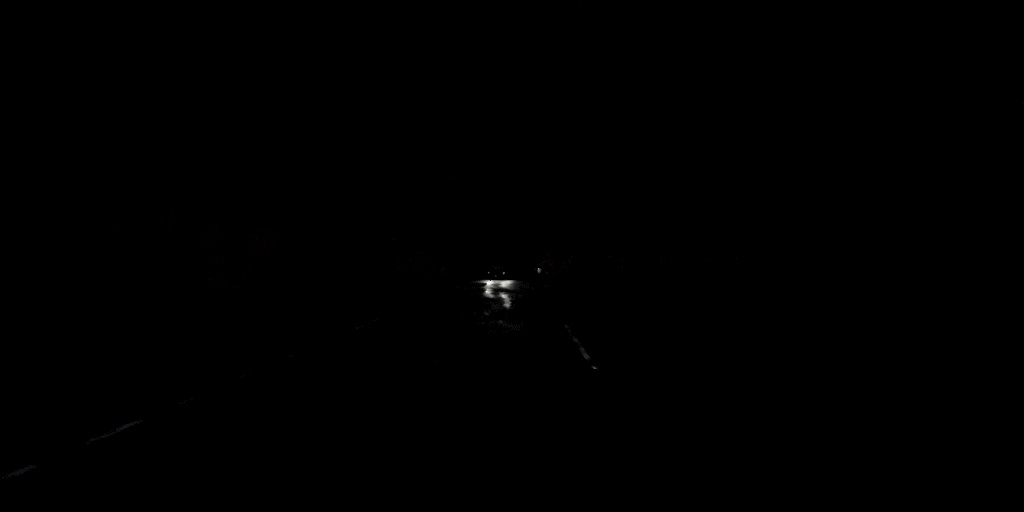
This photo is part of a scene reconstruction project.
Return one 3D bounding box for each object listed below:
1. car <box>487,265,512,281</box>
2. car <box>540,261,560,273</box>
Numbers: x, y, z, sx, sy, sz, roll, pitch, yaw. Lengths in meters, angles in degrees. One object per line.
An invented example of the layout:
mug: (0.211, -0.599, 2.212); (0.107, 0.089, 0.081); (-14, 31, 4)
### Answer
car: (-1.192, 1.555, 34.771); (1.812, 1.442, 4.674); (0, 0, 7)
car: (5.795, 1.701, 53.905); (1.882, 1.535, 5.008); (0, 0, 11)
